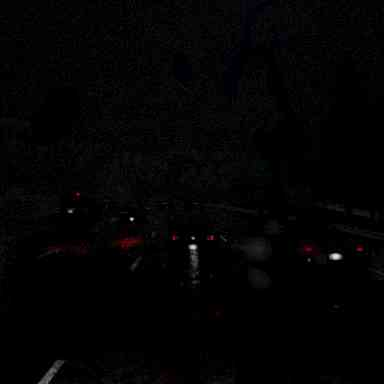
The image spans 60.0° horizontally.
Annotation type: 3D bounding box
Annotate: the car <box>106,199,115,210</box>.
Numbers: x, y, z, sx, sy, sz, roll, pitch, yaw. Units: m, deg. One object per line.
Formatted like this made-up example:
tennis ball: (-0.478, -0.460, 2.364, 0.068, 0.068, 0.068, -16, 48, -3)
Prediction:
car: (-10.993, 1.575, 42.930, 1.812, 1.442, 4.674, 0, 0, -14)

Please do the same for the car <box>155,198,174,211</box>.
car: (-3.410, 1.540, 41.289, 2.128, 1.511, 4.902, 0, 0, -13)

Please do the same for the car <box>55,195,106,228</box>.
car: (-7.541, 1.249, 22.550, 2.150, 2.045, 5.566, 0, 0, -6)

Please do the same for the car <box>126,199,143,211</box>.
car: (-7.581, 1.615, 43.582, 1.994, 1.385, 4.181, 0, 0, -14)

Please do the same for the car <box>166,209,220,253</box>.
car: (-0.049, 1.617, 13.758, 1.895, 1.301, 4.718, 0, 0, -2)

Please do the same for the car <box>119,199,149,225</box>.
car: (-4.295, 1.535, 24.591, 1.837, 1.490, 4.892, 1, 0, -7)

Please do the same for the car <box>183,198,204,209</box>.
car: (0.194, 1.540, 41.315, 2.128, 1.511, 4.902, 0, 0, -13)

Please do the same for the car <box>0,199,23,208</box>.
car: (-20.941, 1.536, 38.325, 2.128, 1.511, 4.902, 0, 0, -12)

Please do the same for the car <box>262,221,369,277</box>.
car: (3.530, 1.577, 10.270, 1.994, 1.385, 4.181, 0, 0, -1)
